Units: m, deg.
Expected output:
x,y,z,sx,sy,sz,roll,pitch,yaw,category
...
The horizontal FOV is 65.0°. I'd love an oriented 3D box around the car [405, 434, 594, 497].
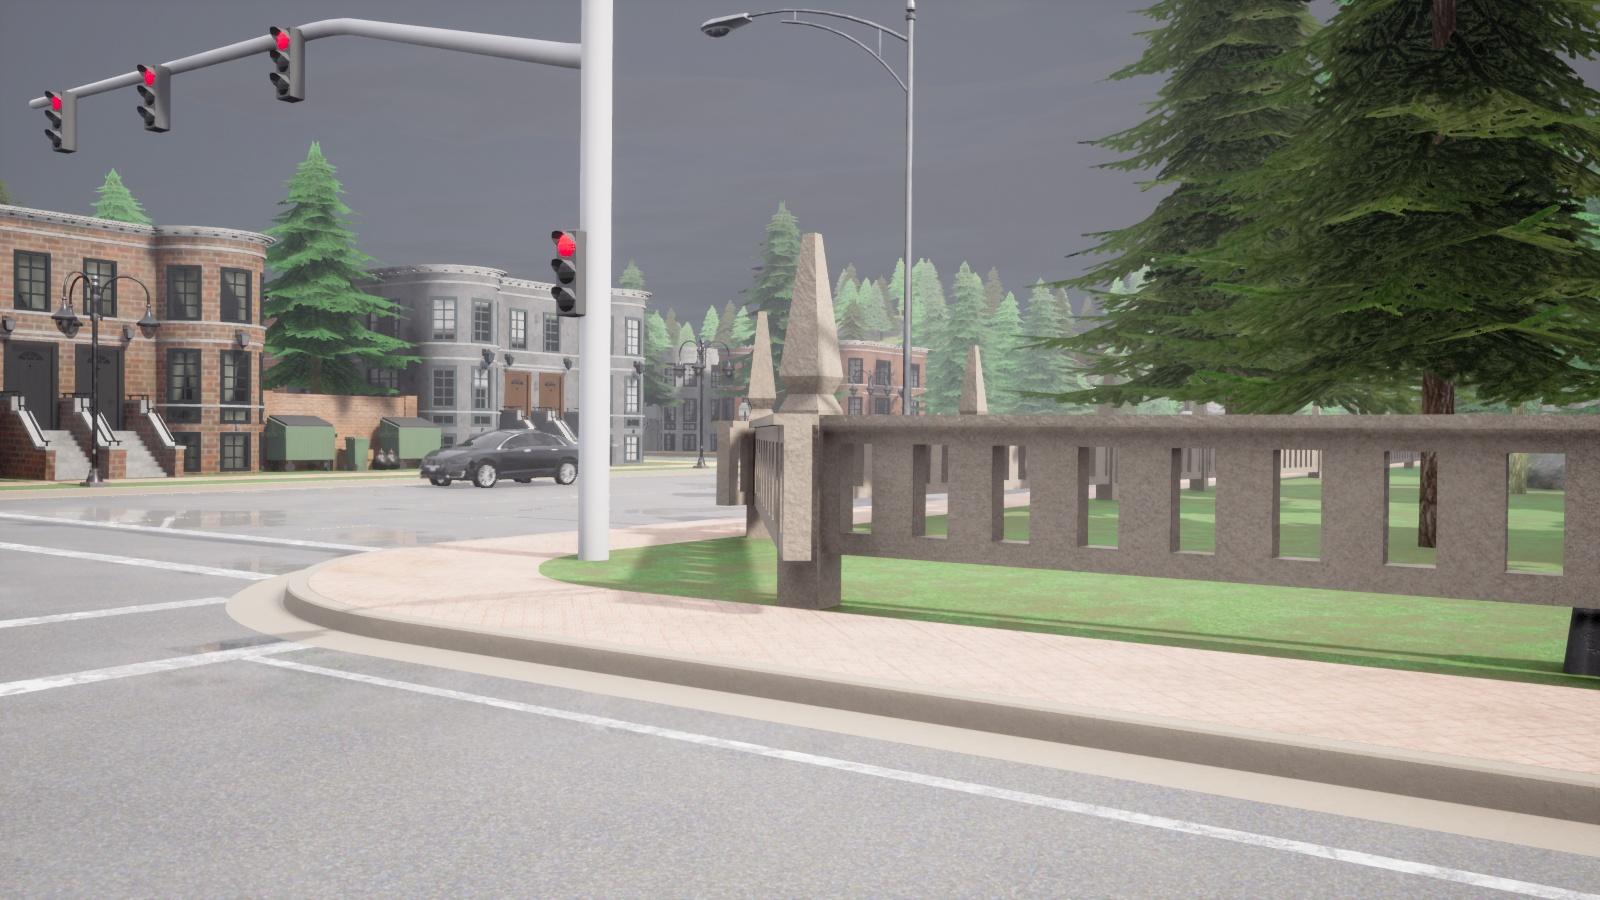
x,y,z,sx,sy,sz,roll,pitch,yaw,category
-7.829,0.354,33.166,1.837,1.490,4.892,0,1,34,car
